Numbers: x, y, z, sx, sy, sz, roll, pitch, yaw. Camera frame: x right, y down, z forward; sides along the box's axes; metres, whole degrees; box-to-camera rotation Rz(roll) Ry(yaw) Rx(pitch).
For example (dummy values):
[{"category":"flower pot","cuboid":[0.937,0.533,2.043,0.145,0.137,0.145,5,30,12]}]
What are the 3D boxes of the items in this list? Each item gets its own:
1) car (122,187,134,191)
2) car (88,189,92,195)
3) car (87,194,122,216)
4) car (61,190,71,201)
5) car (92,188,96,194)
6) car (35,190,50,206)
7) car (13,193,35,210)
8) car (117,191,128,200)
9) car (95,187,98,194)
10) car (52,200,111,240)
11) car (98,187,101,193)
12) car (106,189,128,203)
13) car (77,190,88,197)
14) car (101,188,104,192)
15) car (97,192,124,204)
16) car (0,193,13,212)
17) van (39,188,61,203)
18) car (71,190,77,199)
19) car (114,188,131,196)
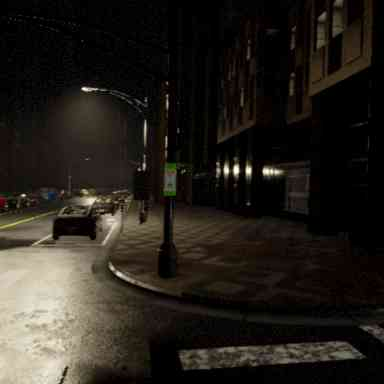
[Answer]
[{"category":"car","cuboid":[-17.829,-0.151,92.721,2.192,1.841,5.009,1,1,-9]},{"category":"car","cuboid":[-22.534,0.193,68.897,1.752,1.417,4.829,1,1,-9]},{"category":"car","cuboid":[-6.799,1.084,25.950,2.008,1.369,4.403,1,1,-9]},{"category":"car","cuboid":[-18.881,0.439,46.806,1.967,1.590,4.097,1,1,-9]},{"category":"car","cuboid":[-23.483,0.150,74.630,1.947,1.339,4.313,1,1,-9]},{"category":"car","cuboid":[-17.045,0.750,35.678,1.802,1.307,4.206,1,1,-9]},{"category":"car","cuboid":[-16.126,0.820,30.114,1.947,1.339,4.313,1,1,-9]},{"category":"car","cuboid":[-12.343,0.547,59.505,1.752,1.417,4.829,1,1,-9]},{"category":"car","cuboid":[-24.374,0.030,80.027,1.752,1.417,4.829,1,1,-9]},{"category":"car","cuboid":[-4.960,1.257,14.821,2.008,1.369,4.403,1,1,-9]},{"category":"car","cuboid":[-25.293,-0.051,85.591,1.752,1.417,4.829,1,1,-9]},{"category":"car","cuboid":[-9.555,0.717,42.642,1.967,1.590,4.097,1,1,-9]},{"category":"car","cuboid":[-21.643,0.314,63.501,1.947,1.339,4.313,1,1,-9]},{"category":"car","cuboid":[-26.236,-0.344,91.321,2.192,1.841,5.009,1,1,-9]},{"category":"car","cuboid":[-7.718,0.992,31.515,1.887,1.381,4.507,1,1,-9]},{"category":"car","cuboid":[-15.203,0.780,24.548,1.967,1.590,4.097,1,1,-9]},{"category":"van","cuboid":[-17.960,0.424,41.240,1.690,1.788,3.998,1,1,-9]},{"category":"car","cuboid":[-19.775,0.442,52.203,1.752,1.417,4.829,1,1,-9]},{"category":"car","cuboid":[-11.394,0.548,53.771,1.967,1.590,4.097,1,1,-9]}]
